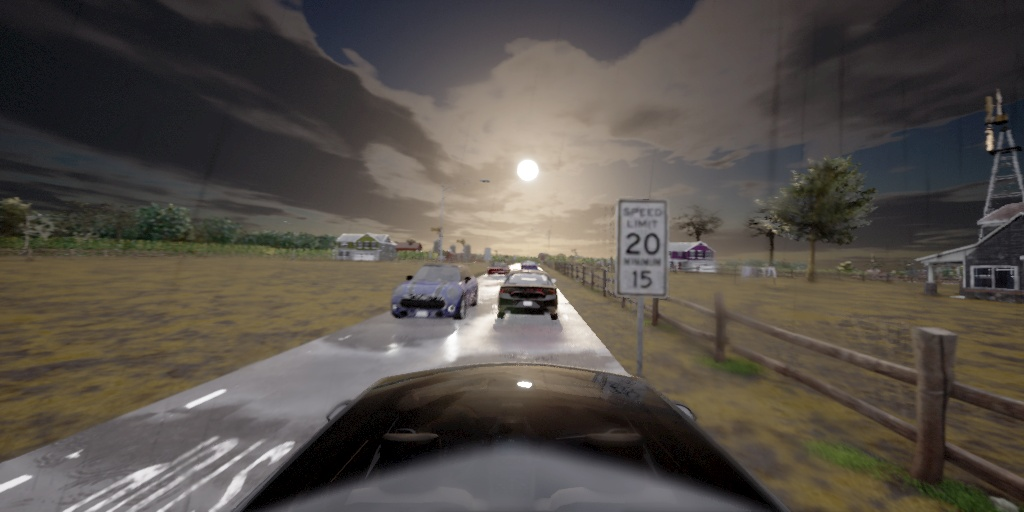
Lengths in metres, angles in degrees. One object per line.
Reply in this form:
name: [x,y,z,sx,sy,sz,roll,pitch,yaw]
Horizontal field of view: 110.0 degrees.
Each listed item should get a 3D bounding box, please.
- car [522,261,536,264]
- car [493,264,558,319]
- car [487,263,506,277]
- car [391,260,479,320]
car: [1.893,1.273,39.438,1.882,1.535,5.008,1,0,3]
car: [0.580,1.229,12.903,1.882,1.535,5.008,1,0,3]
car: [-1.261,1.315,34.238,1.895,1.301,4.718,1,0,3]
car: [-2.407,1.035,12.274,2.097,1.767,4.553,1,0,3]
